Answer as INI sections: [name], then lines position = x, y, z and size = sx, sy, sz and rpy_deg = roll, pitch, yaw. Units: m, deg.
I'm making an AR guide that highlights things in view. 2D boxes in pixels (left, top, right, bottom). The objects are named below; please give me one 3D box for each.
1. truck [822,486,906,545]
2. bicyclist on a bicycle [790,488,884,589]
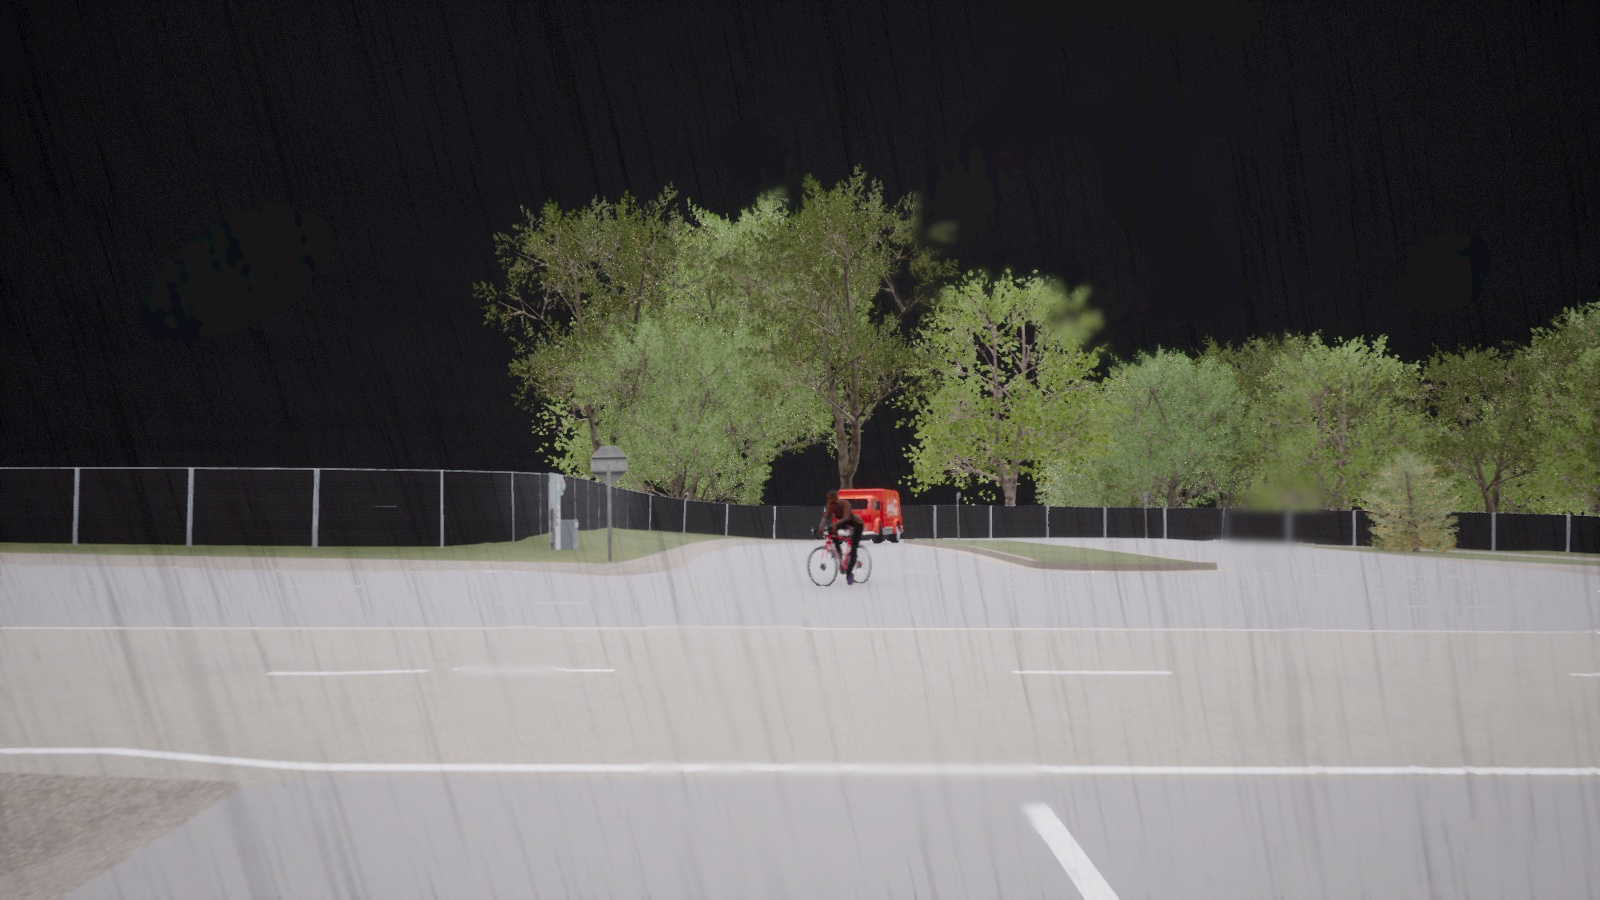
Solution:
[truck]
position = 2.994, 3.007, 57.292
size = 2.627, 2.467, 5.204
rpy_deg = -3, -4, 16
[bicyclist on a bicycle]
position = 0.634, 1.470, 21.106
size = 0.582, 1.620, 1.656
rpy_deg = -6, -5, 42
